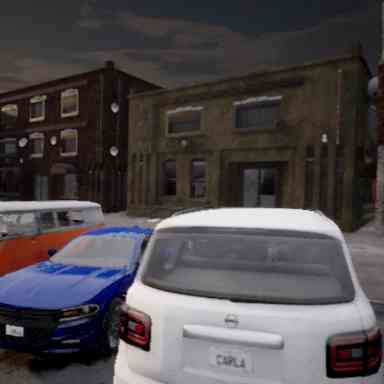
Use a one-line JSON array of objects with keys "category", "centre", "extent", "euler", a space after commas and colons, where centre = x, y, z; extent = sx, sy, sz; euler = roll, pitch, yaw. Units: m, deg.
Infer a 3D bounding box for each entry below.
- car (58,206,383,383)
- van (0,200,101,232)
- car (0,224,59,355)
[{"category": "car", "centre": [0.967, 1.222, 4.760], "extent": [2.435, 2.045, 5.566], "euler": [0, -1, 15]}, {"category": "van", "centre": [-3.957, 1.214, 8.113], "extent": [1.878, 1.987, 4.442], "euler": [1, 0, 15]}, {"category": "car", "centre": [-1.483, 1.457, 6.479], "extent": [2.097, 1.535, 5.008], "euler": [1, 0, 16]}]
